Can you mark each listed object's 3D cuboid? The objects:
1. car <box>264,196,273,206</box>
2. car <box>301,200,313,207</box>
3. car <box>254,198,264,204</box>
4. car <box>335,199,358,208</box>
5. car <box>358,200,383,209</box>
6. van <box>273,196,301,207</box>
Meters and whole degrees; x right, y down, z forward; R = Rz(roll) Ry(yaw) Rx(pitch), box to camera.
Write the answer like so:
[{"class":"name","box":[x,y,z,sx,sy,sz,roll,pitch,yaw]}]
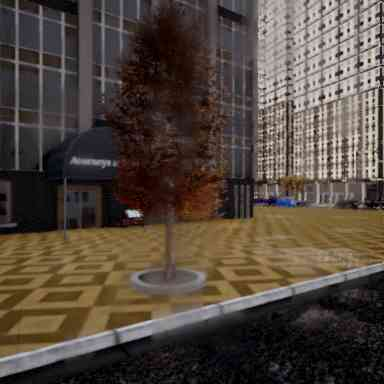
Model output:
[{"class":"car","box":[17.059,1.773,64.717,2.150,2.045,5.566,0,-1,-23]},{"class":"car","box":[20.752,2.125,63.750,1.895,1.301,4.718,0,-1,-23]},{"class":"car","box":[15.472,2.050,76.020,1.882,1.535,5.008,0,-1,-23]},{"class":"car","box":[26.615,1.942,56.897,1.947,1.339,4.313,-1,-1,-23]},{"class":"car","box":[28.837,1.851,51.730,1.947,1.339,4.313,-1,-1,-23]},{"class":"van","box":[16.689,1.800,58.754,1.690,1.788,3.998,-1,-1,-23]}]
